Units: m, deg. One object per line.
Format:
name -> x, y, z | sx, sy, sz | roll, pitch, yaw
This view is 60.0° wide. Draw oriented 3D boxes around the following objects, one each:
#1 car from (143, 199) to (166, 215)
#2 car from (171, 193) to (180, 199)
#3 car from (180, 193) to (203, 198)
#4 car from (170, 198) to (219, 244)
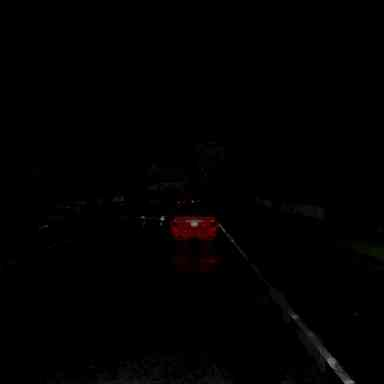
car -> -3.603, 1.399, 32.549 | 1.882, 1.535, 5.008 | 0, 0, 0
car -> -3.517, 0.976, 73.254 | 2.097, 1.767, 4.553 | 0, 0, 0
car -> 0.092, 1.107, 38.678 | 2.150, 2.045, 5.566 | 0, 0, 0
car -> 0.097, 1.342, 15.891 | 2.097, 1.767, 4.553 | 0, 0, 0
